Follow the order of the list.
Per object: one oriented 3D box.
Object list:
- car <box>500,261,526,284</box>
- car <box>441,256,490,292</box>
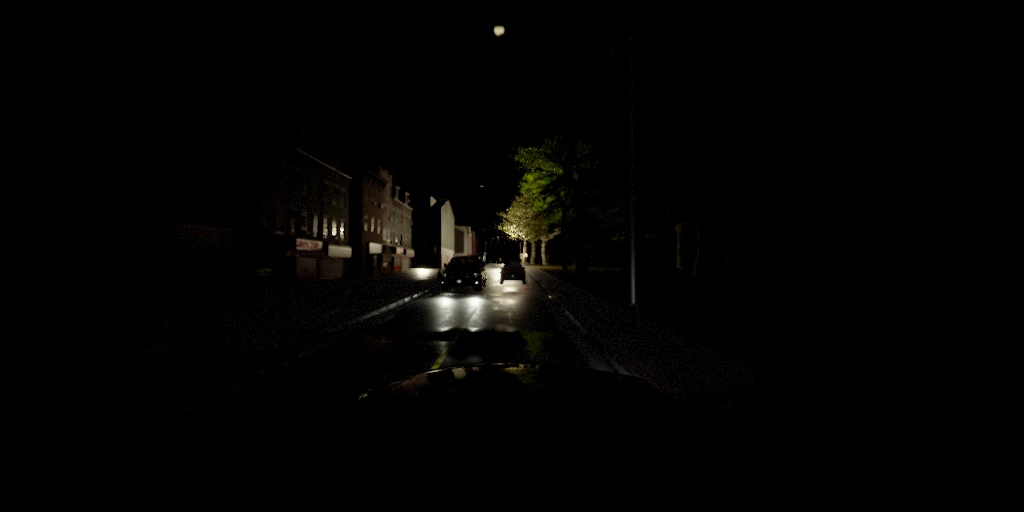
[{"bbox_3d":[0.077,1.268,27.886,1.882,1.535,5.008,0,0,0],"label":"car"},{"bbox_3d":[-2.777,1.007,21.717,2.150,2.045,5.566,0,-1,0],"label":"car"}]
